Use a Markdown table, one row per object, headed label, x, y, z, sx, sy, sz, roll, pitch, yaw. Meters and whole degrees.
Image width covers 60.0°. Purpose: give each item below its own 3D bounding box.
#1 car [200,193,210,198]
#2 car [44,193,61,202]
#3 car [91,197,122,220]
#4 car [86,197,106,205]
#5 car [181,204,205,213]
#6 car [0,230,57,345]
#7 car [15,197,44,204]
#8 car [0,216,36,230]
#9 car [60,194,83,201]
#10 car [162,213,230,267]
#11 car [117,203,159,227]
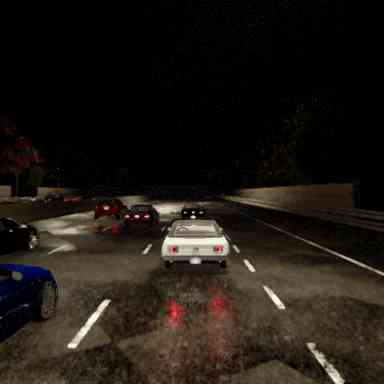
| label | x | y | z | sx | sy | sz | roll | pitch | yaw |
| --- | --- | --- | --- | --- | --- | --- | --- | --- | --- |
| car | 3.485 | 1.411 | 75.168 | 2.128 | 1.511 | 4.902 | 0 | 0 | 0 |
| car | -24.527 | 1.269 | 58.716 | 2.150 | 2.045 | 5.566 | 0 | 0 | 0 |
| car | -6.906 | 1.369 | 28.890 | 2.097 | 1.767 | 4.553 | 0 | 0 | 0 |
| car | -17.525 | 1.599 | 60.972 | 2.033 | 1.411 | 5.357 | 0 | 0 | 0 |
| car | 0.097 | 1.616 | 27.685 | 1.895 | 1.301 | 4.718 | 0 | 0 | 0 |
| car | -3.399 | 1.526 | 4.245 | 1.812 | 1.442 | 4.674 | 0 | 0 | 0 |
| car | -28.028 | 1.593 | 56.924 | 2.033 | 1.411 | 5.357 | 0 | 0 | 1 |
| car | -6.902 | 1.509 | 11.044 | 1.837 | 1.490 | 4.892 | 0 | 0 | 0 |
| car | -21.036 | 1.401 | 59.059 | 2.097 | 1.767 | 4.553 | 0 | 0 | 0 |
| car | 0.101 | 1.604 | 11.346 | 1.895 | 1.301 | 4.718 | 0 | 0 | 0 |
| car | -3.403 | 1.559 | 23.050 | 2.033 | 1.411 | 5.357 | 0 | 0 | 0 |
